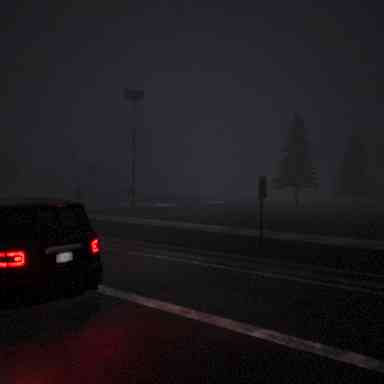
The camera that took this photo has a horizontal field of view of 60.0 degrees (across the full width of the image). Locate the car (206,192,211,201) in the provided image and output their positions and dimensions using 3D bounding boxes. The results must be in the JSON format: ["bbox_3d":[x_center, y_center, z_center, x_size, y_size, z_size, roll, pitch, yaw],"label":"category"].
[{"bbox_3d":[2.771,0.926,67.302,2.097,1.767,4.553,1,0,35],"label":"car"}]

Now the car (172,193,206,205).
[{"bbox_3d":[-0.374,1.128,50.703,1.882,1.535,5.008,1,1,35],"label":"car"}]

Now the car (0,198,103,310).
[{"bbox_3d":[-4.289,1.133,7.012,5.566,2.045,2.150,1,0,35],"label":"car"}]

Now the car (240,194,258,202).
[{"bbox_3d":[11.686,1.199,67.822,2.033,1.411,5.357,1,0,35],"label":"car"}]

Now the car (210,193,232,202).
[{"bbox_3d":[6.161,1.128,66.055,1.837,1.490,4.892,1,1,35],"label":"car"}]

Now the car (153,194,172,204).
[{"bbox_3d":[-3.467,1.113,52.383,1.837,1.490,4.892,1,1,35],"label":"car"}]

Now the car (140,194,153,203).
[{"bbox_3d":[-6.350,1.058,54.359,2.128,1.511,4.902,1,1,35],"label":"car"}]
